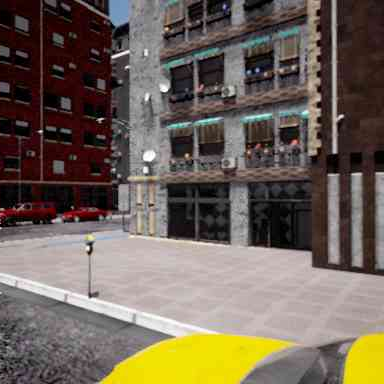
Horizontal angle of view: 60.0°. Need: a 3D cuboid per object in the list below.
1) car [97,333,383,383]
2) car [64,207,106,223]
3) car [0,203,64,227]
[{"bbox_3d":[1.303,1.525,1.944,4.829,1.417,1.752,-1,0,36],"label":"car"},{"bbox_3d":[-10.307,2.133,31.871,1.887,1.381,4.507,-1,-2,35],"label":"car"},{"bbox_3d":[-13.602,1.800,27.231,2.192,1.841,5.009,-1,-2,35],"label":"car"}]
